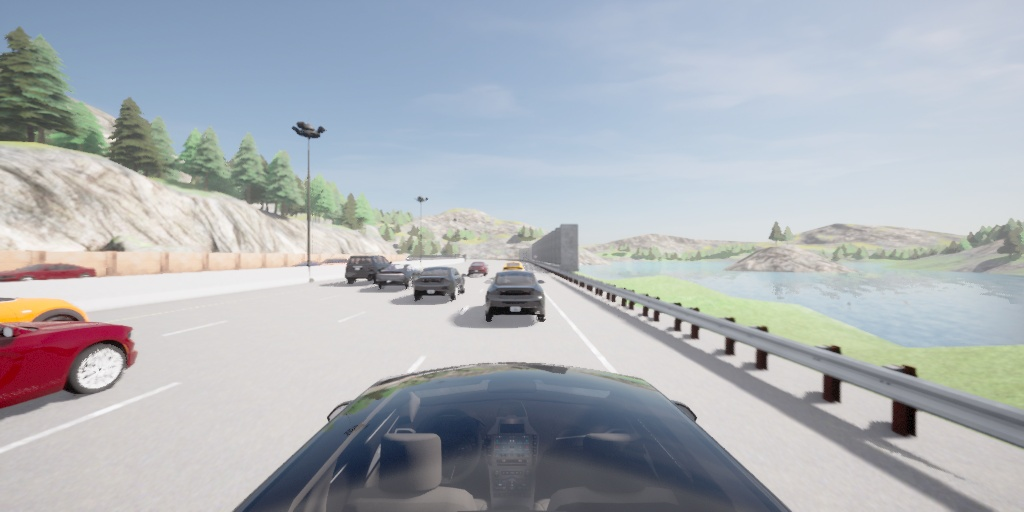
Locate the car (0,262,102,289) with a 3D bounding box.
[{"bbox_3d":[-31.604,1.227,24.289,1.882,1.535,5.008,0,0,0],"label":"car"}]

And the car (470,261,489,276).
[{"bbox_3d":[-3.410,1.277,36.624,1.812,1.442,4.674,0,0,0],"label":"car"}]

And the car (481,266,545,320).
[{"bbox_3d":[0.098,1.255,12.558,1.837,1.490,4.892,0,0,0],"label":"car"}]

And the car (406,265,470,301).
[{"bbox_3d":[-3.403,1.255,17.464,1.837,1.490,4.892,0,0,0],"label":"car"}]

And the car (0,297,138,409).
[{"bbox_3d":[-6.900,1.227,3.606,1.882,1.535,5.008,0,0,0],"label":"car"}]

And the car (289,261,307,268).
[{"bbox_3d":[-24.590,1.298,43.408,2.033,1.411,5.357,0,0,0],"label":"car"}]

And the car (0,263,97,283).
[{"bbox_3d":[-10.401,1.102,6.002,2.097,1.767,4.553,0,0,0],"label":"car"}]

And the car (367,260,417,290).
[{"bbox_3d":[-6.906,1.242,22.567,2.128,1.511,4.902,0,0,0],"label":"car"}]

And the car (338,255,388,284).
[{"bbox_3d":[-10.407,0.972,26.814,2.150,2.045,5.566,0,0,0],"label":"car"}]

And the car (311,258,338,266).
[{"bbox_3d":[-21.091,1.101,41.833,2.097,1.767,4.553,0,0,0],"label":"car"}]

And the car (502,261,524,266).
[{"bbox_3d":[0.092,1.229,32.418,1.882,1.535,5.008,0,0,0],"label":"car"}]
